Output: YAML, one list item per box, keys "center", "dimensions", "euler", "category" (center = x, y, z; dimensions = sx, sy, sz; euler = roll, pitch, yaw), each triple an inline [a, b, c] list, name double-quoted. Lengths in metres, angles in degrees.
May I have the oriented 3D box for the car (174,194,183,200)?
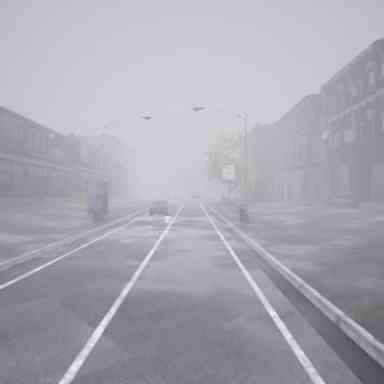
- center: [-3.007, 1.111, 74.160]
  dimensions: [2.033, 1.411, 5.357]
  euler: [0, 1, 0]
  category: "car"

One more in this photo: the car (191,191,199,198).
- center: [0.891, 0.716, 94.563]
  dimensions: [2.150, 2.045, 5.566]
  euler: [0, 0, 0]
  category: "car"

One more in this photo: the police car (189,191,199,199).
- center: [0.892, 0.979, 84.641]
  dimensions: [1.930, 1.638, 5.238]
  euler: [0, 0, 0]
  category: "police car"

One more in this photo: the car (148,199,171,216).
- center: [-3.099, 1.496, 32.633]
  dimensions: [1.837, 1.490, 4.892]
  euler: [0, 0, 0]
  category: "car"
